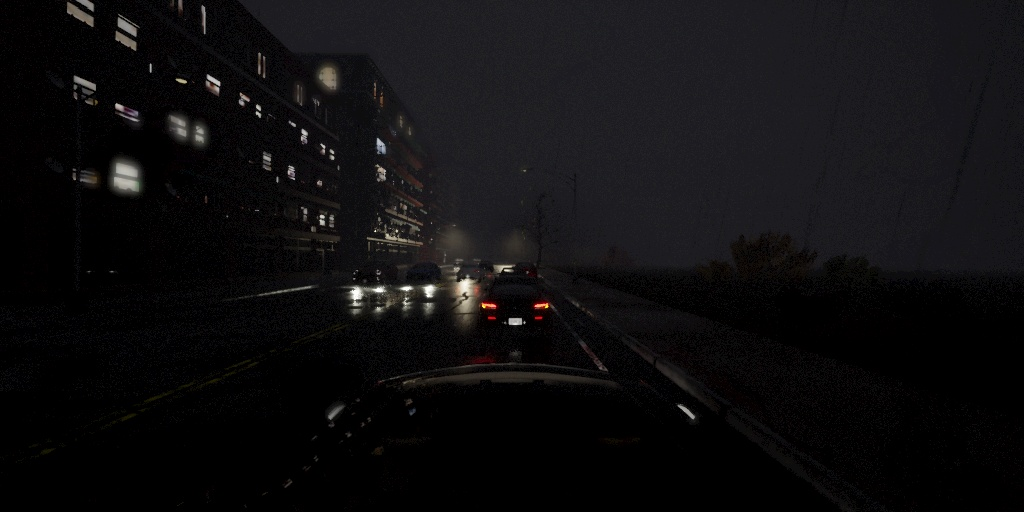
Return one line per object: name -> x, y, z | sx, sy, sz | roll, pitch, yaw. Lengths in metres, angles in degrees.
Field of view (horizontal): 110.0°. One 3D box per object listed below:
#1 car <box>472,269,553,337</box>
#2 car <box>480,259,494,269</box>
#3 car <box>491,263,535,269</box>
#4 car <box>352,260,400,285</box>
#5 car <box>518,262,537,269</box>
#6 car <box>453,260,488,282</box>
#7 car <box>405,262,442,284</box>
car -> 0.069, 1.277, 10.203 | 1.812, 1.442, 4.674 | 0, 0, 0
car -> -3.274, 1.279, 44.601 | 1.812, 1.442, 4.674 | 0, 0, -1
car -> 0.050, 1.317, 20.370 | 1.994, 1.385, 4.181 | 0, 0, 0
car -> -9.918, 1.105, 26.406 | 2.097, 1.767, 4.553 | 0, 0, 0
car -> 1.061, 1.232, 29.899 | 1.882, 1.535, 5.008 | 0, 0, 0
car -> -3.224, 1.280, 28.490 | 1.812, 1.442, 4.674 | 0, -1, 0
car -> -6.671, 1.231, 27.470 | 1.882, 1.535, 5.008 | 0, 0, 0
